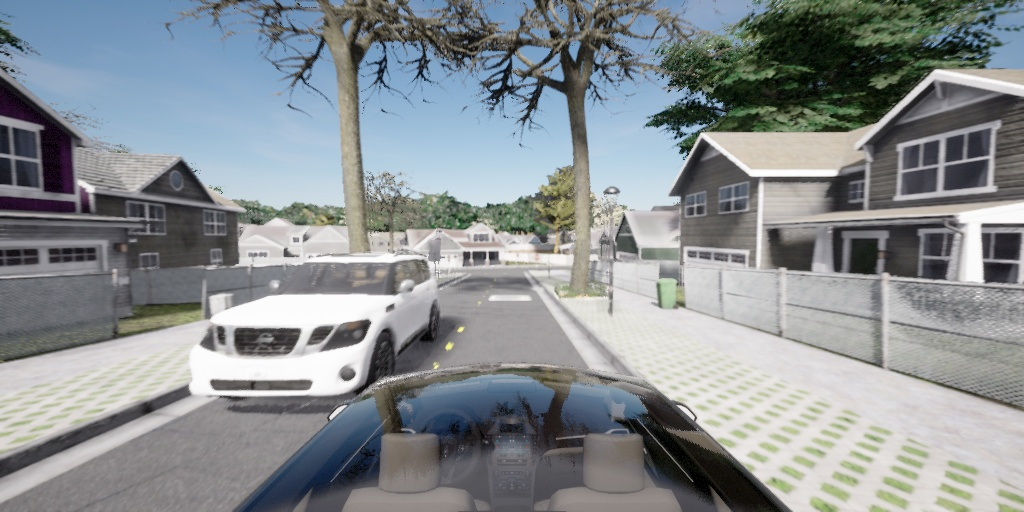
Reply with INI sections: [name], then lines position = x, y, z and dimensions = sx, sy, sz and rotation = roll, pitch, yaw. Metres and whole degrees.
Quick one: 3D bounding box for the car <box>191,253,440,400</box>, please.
[car]
position = -2.852, 0.962, 6.800
dimensions = 2.150, 2.045, 5.566
rotation = 0, 0, 0
